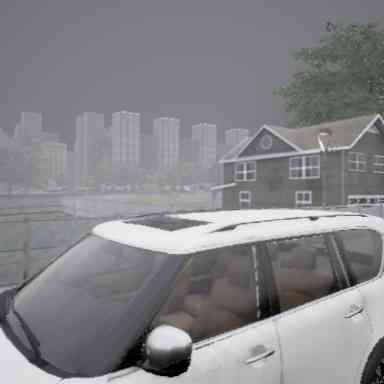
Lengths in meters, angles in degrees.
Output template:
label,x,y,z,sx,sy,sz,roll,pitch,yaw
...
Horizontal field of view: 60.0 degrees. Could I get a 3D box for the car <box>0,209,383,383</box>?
label,x,y,z,sx,sy,sz,roll,pitch,yaw
car,-0.089,1.228,2.990,5.566,2.045,2.150,0,0,-35
